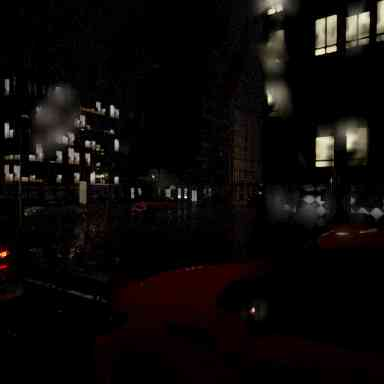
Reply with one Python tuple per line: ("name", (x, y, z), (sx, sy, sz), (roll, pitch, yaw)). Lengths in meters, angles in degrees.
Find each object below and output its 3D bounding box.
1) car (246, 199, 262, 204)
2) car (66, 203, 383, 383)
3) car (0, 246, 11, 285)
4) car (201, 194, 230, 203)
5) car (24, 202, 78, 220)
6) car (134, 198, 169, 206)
("car", (10.806, 1.787, 54.994), (2.033, 1.411, 5.357), (1, 0, 36))
("car", (1.707, 1.222, 2.468), (5.566, 2.045, 2.150), (0, 0, 35))
("car", (-6.195, 1.522, 8.086), (4.674, 1.442, 1.812), (0, 0, 35))
("car", (3.684, 1.398, 50.725), (2.150, 2.045, 5.566), (1, 0, 37))
("car", (-12.299, 1.584, 29.300), (1.812, 1.442, 4.674), (1, 0, 37))
("car", (-4.751, 1.469, 39.434), (2.097, 1.767, 4.553), (1, 0, 37))
